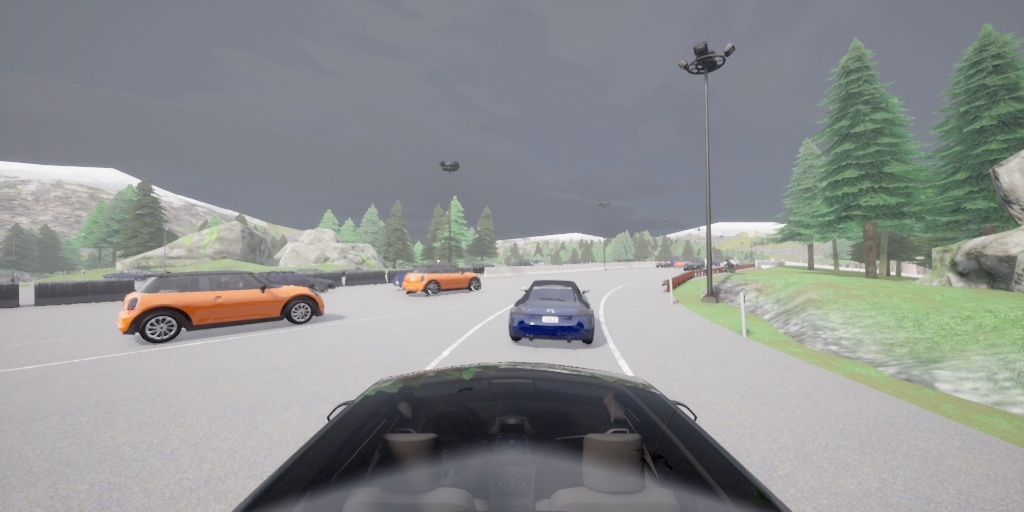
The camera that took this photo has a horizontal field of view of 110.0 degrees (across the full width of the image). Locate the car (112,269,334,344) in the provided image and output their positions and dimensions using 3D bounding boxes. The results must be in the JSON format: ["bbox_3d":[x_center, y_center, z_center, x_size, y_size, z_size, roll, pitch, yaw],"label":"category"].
[{"bbox_3d":[-8.007,1.197,10.340,2.097,1.767,4.553,-1,-1,40],"label":"car"}]

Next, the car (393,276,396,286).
[{"bbox_3d":[-5.643,1.496,24.018,1.812,1.442,4.674,-1,-1,40],"label":"car"}]

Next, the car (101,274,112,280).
[{"bbox_3d":[-41.292,2.113,39.374,5.357,1.411,2.033,0,-1,-8],"label":"car"}]

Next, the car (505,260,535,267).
[{"bbox_3d":[1.187,1.671,65.010,2.150,2.045,5.566,-2,-1,40],"label":"car"}]

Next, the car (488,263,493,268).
[{"bbox_3d":[-5.215,1.748,46.582,1.882,1.535,5.008,-1,-1,40],"label":"car"}]

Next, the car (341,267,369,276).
[{"bbox_3d":[-21.266,2.108,47.061,4.718,1.301,1.895,0,-1,-34],"label":"car"}]

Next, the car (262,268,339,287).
[{"bbox_3d":[-18.226,1.796,31.117,2.033,1.411,5.357,-2,-1,40],"label":"car"}]

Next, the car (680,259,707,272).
[{"bbox_3d":[25.625,1.504,50.309,1.895,1.301,4.718,-1,-1,40],"label":"car"}]

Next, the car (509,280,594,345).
[{"bbox_3d":[1.134,1.330,9.720,1.994,1.385,4.181,1,0,9],"label":"car"}]

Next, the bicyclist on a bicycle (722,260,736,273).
[{"bbox_3d":[25.984,1.264,43.222,1.656,1.620,0.582,0,0,33],"label":"bicyclist on a bicycle"}]

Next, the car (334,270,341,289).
[{"bbox_3d":[-13.127,1.587,20.555,2.033,1.411,5.357,-1,-1,40],"label":"car"}]

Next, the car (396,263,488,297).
[{"bbox_3d":[-3.900,1.258,20.659,2.097,1.767,4.553,-1,-1,40],"label":"car"}]

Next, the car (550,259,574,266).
[{"bbox_3d":[8.243,1.810,62.534,2.128,1.511,4.902,-1,-1,40],"label":"car"}]
